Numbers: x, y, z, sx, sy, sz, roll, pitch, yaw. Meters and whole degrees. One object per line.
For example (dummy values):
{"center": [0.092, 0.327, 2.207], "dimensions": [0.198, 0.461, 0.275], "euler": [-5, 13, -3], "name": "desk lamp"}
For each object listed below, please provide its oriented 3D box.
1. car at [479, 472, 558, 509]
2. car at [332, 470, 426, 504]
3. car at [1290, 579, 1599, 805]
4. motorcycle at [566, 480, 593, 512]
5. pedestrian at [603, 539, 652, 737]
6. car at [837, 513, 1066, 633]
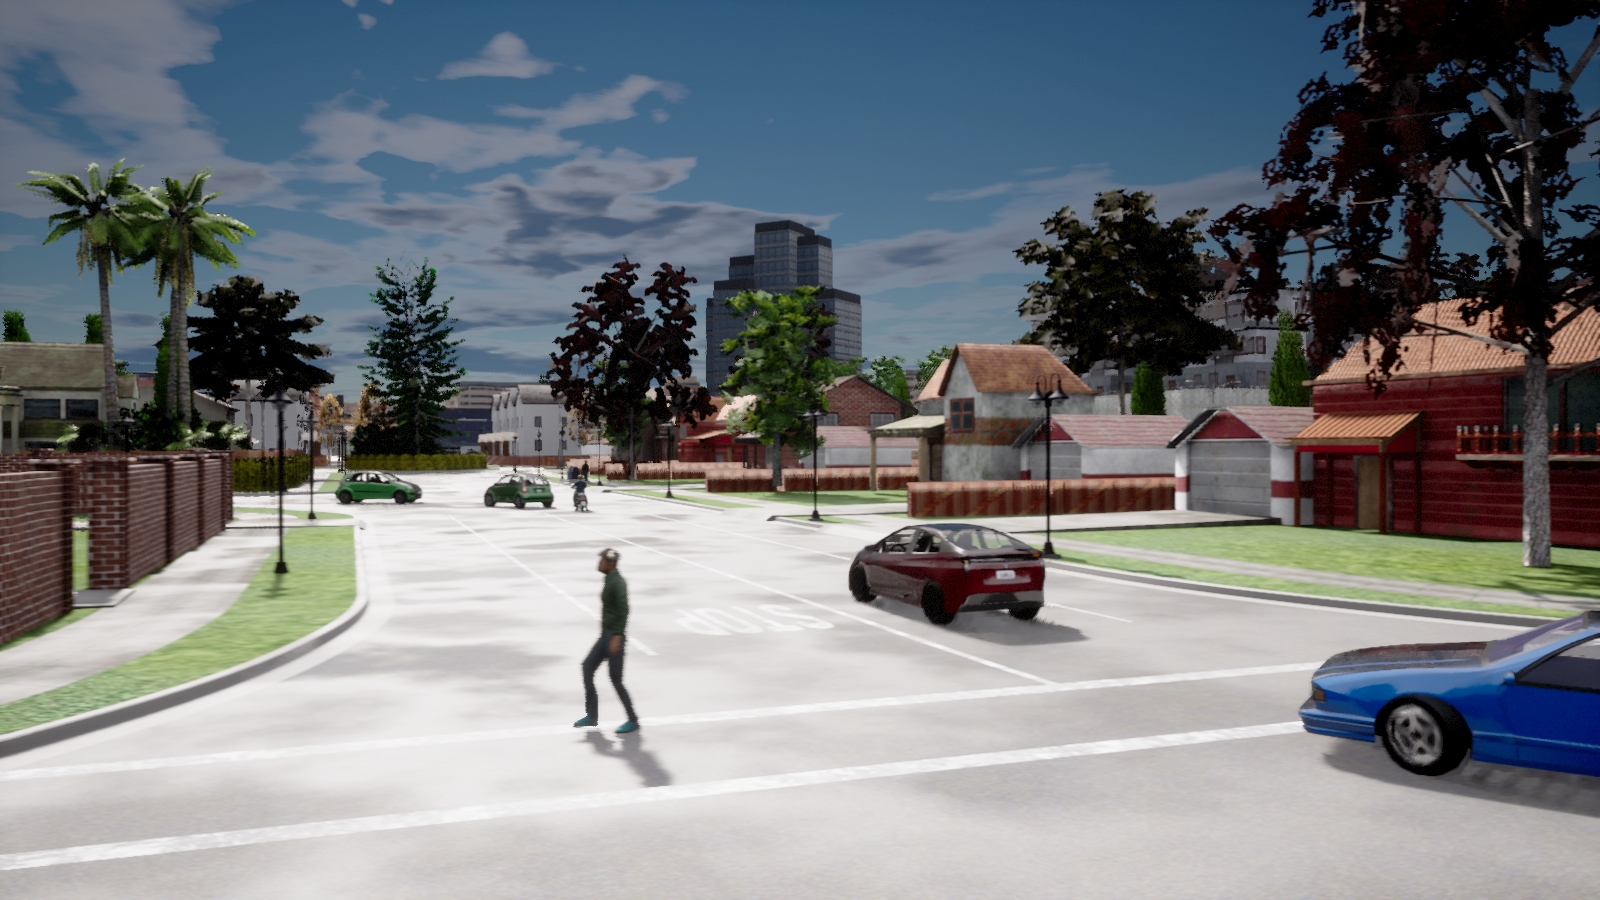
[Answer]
{"center": [-13.451, 1.903, 54.423], "dimensions": [1.851, 1.617, 3.988], "euler": [0, 0, -45], "name": "car"}
{"center": [-21.001, 1.843, 57.092], "dimensions": [3.988, 1.617, 1.851], "euler": [0, 0, 0], "name": "car"}
{"center": [7.146, 2.056, 9.505], "dimensions": [5.357, 1.411, 2.033], "euler": [0, 0, 34], "name": "car"}
{"center": [-9.822, 2.034, 50.931], "dimensions": [0.856, 1.341, 1.805], "euler": [0, 0, -22], "name": "motorcycle"}
{"center": [-1.700, 1.824, 11.232], "dimensions": [0.375, 1.860, 0.375], "euler": [0, 0, -26], "name": "pedestrian"}
{"center": [2.430, 1.993, 19.697], "dimensions": [2.007, 1.525, 4.514], "euler": [0, 0, -21], "name": "car"}
